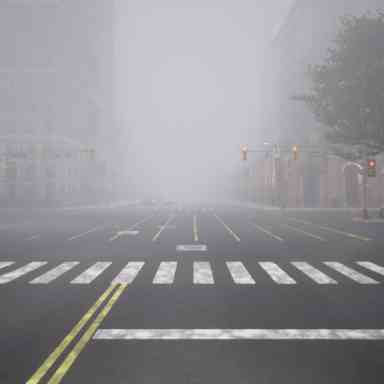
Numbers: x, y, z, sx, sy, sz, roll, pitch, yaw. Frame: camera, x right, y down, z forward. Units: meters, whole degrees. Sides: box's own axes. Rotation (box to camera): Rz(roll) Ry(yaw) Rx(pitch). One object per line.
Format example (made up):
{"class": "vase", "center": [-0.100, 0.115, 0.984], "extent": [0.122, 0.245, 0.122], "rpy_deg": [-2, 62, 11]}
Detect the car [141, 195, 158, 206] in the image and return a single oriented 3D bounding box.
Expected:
{"class": "car", "center": [-7.183, 1.478, 55.182], "extent": [1.837, 1.490, 4.892], "rpy_deg": [0, 0, 0]}

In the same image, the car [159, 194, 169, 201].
{"class": "car", "center": [-6.935, 1.304, 81.863], "extent": [2.097, 1.767, 4.553], "rpy_deg": [0, 0, 0]}

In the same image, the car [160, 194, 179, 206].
{"class": "car", "center": [-3.683, 1.451, 55.423], "extent": [1.882, 1.535, 5.008], "rpy_deg": [0, 0, 0]}

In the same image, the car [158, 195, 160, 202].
{"class": "car", "center": [-7.045, 1.444, 69.060], "extent": [1.882, 1.535, 5.008], "rpy_deg": [0, 0, 0]}

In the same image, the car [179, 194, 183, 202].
{"class": "car", "center": [-3.544, 1.568, 69.139], "extent": [1.895, 1.301, 4.718], "rpy_deg": [0, 0, 0]}

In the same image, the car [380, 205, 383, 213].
{"class": "car", "center": [21.299, 1.462, 32.879], "extent": [5.008, 1.535, 1.882], "rpy_deg": [0, 0, 0]}

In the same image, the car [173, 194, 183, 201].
{"class": "car", "center": [-3.436, 1.309, 81.704], "extent": [2.097, 1.767, 4.553], "rpy_deg": [0, 0, 0]}
